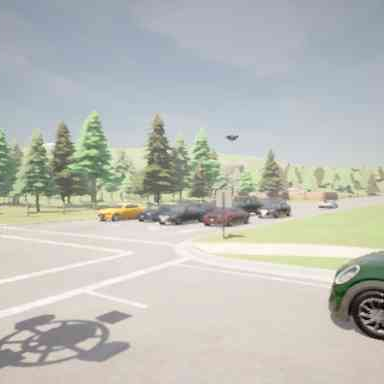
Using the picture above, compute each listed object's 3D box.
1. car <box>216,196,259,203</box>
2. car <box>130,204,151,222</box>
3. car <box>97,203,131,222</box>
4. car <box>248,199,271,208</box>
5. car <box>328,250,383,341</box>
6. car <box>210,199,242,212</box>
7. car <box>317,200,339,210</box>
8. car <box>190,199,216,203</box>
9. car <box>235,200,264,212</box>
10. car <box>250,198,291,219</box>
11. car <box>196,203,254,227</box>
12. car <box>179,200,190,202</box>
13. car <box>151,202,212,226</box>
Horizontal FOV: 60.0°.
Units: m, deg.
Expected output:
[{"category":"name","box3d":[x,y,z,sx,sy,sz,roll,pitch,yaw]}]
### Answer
[{"category":"car","box3d":[5.078,1.427,33.651,2.150,2.045,5.566,-1,-1,36]},{"category":"car","box3d":[-2.873,1.816,28.702,1.994,1.385,4.181,-1,-1,37]},{"category":"car","box3d":[-6.214,1.776,30.076,1.882,1.535,5.008,-1,-1,36]},{"category":"car","box3d":[10.935,1.820,53.436,1.812,1.442,4.674,-1,-1,36]},{"category":"car","box3d":[4.545,1.340,5.047,4.553,1.767,2.097,-1,-1,35]},{"category":"car","box3d":[4.677,1.788,44.935,2.128,1.511,4.902,-1,-1,36]},{"category":"car","box3d":[19.164,1.756,46.907,1.895,1.301,4.718,-1,-1,37]},{"category":"car","box3d":[2.199,1.756,35.638,1.837,1.490,4.892,-1,-1,36]},{"category":"car","box3d":[7.456,1.814,42.812,1.994,1.385,4.181,-1,-1,36]},{"category":"car","box3d":[7.794,1.650,31.431,2.128,1.511,4.902,-1,-1,36]},{"category":"car","box3d":[2.522,1.723,24.236,1.994,1.385,4.181,-1,-1,36]},{"category":"car","box3d":[-0.732,1.650,37.563,2.097,1.767,4.553,-1,-1,36]},{"category":"car","box3d":[-0.695,1.731,25.765,1.812,1.442,4.674,-1,-1,36]}]
